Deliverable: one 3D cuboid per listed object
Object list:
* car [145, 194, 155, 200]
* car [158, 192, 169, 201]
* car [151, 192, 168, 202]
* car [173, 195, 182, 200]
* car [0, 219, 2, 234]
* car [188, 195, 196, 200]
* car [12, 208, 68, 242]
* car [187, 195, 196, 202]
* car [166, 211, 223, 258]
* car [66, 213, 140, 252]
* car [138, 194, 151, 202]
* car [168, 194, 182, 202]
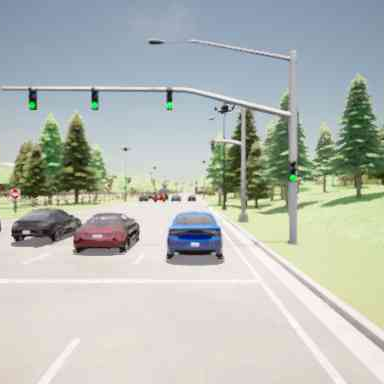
[{"bbox_3d":[-10.527,1.310,83.068,1.837,1.490,4.892,0,0,0],"label":"car"},{"bbox_3d":[-7.027,1.035,83.099,2.150,2.045,5.566,0,0,0],"label":"car"},{"bbox_3d":[-7.024,1.197,72.679,2.150,2.045,5.566,0,0,0],"label":"car"},{"bbox_3d":[-3.527,1.362,83.070,1.994,1.385,4.181,0,0,0],"label":"car"},{"bbox_3d":[-10.406,1.474,14.616,1.882,1.535,5.008,0,0,0],"label":"car"},{"bbox_3d":[-0.027,1.362,83.072,1.994,1.385,4.181,0,0,0],"label":"car"},{"bbox_3d":[-6.914,1.521,16.173,1.812,1.442,4.674,0,0,0],"label":"car"},{"bbox_3d":[-0.024,1.450,72.652,1.882,1.535,5.008,0,0,0],"label":"car"},{"bbox_3d":[0.095,1.474,12.769,1.882,1.535,5.008,0,0,0],"label":"car"},{"bbox_3d":[-3.405,1.560,13.956,1.994,1.385,4.181,0,0,0],"label":"car"},{"bbox_3d":[-10.524,1.472,72.648,1.837,1.490,4.892,0,0,0],"label":"car"},{"bbox_3d":[-3.524,1.326,73.004,2.097,1.767,4.553,0,0,0],"label":"car"}]
